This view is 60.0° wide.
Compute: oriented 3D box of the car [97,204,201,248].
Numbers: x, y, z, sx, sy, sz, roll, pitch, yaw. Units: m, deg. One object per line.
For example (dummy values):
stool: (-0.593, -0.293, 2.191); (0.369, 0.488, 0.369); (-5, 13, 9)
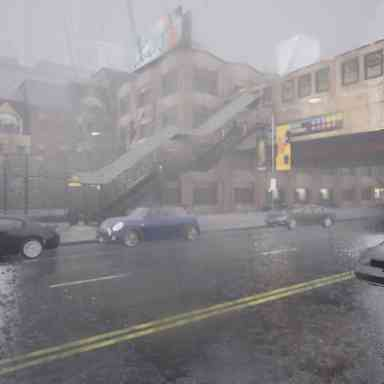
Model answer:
car: (-1.867, 1.366, 14.870); (4.553, 1.767, 2.185); (0, 0, -36)

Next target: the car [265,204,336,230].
car: (6.926, 1.509, 21.099); (4.892, 1.521, 2.231); (0, 0, -26)

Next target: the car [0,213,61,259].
car: (-7.017, 1.481, 11.025); (5.008, 1.535, 2.097); (0, 0, -36)

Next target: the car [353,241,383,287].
car: (6.155, 1.563, 8.204); (5.357, 1.411, 2.033); (0, 0, -35)
